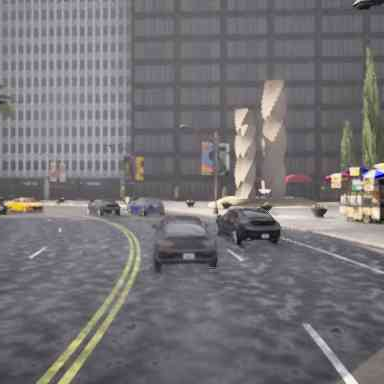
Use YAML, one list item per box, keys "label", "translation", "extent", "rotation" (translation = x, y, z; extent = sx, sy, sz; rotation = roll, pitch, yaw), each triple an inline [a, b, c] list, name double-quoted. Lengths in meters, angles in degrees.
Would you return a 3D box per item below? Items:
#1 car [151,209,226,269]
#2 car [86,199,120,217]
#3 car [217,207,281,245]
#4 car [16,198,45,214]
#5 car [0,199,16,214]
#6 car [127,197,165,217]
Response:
- label: "car"
  translation: [-0.347, 1.504, 10.999]
  extent: [1.812, 1.442, 4.674]
  rotation: [0, 0, -7]
- label: "car"
  translation: [-8.179, 1.432, 30.513]
  extent: [1.837, 1.490, 4.892]
  rotation: [1, 0, -36]
- label: "car"
  translation: [2.411, 1.482, 15.517]
  extent: [1.837, 1.490, 4.892]
  rotation: [1, 0, -12]
- label: "car"
  translation: [-17.396, 1.378, 34.897]
  extent: [5.008, 1.535, 1.882]
  rotation: [0, 0, 38]
- label: "car"
  translation: [-19.512, 1.393, 32.136]
  extent: [4.902, 1.511, 2.128]
  rotation: [0, 0, 38]
- label: "car"
  translation: [-4.393, 1.287, 31.151]
  extent: [2.097, 1.767, 4.553]
  rotation: [0, 0, -33]
